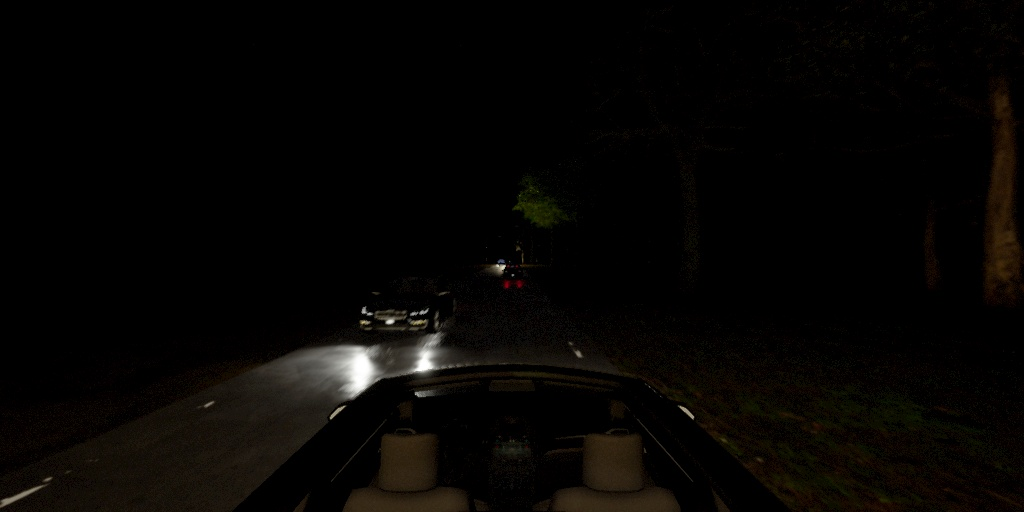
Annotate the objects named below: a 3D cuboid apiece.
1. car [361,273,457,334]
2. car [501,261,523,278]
[{"bbox_3d":[-2.850,1.289,10.807,1.837,1.490,4.892,0,0,0],"label":"car"},{"bbox_3d":[0.095,1.468,34.985,1.895,1.301,4.718,0,0,0],"label":"car"}]
